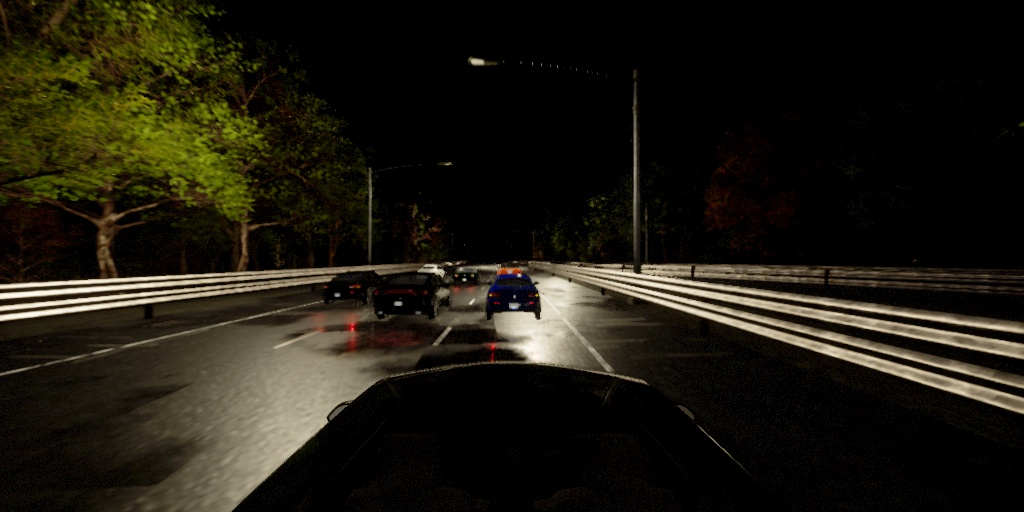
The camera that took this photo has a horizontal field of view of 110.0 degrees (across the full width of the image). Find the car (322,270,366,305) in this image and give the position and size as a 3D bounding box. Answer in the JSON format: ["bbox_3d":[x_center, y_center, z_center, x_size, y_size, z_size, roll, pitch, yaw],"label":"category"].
[{"bbox_3d":[-6.991,1.385,16.612,1.812,1.442,4.674,0,0,-1],"label":"car"}]

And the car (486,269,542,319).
[{"bbox_3d":[0.041,1.356,13.184,1.812,1.442,4.674,0,0,0],"label":"car"}]

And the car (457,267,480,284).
[{"bbox_3d":[-3.681,1.562,29.768,1.895,1.301,4.718,0,0,-1],"label":"car"}]

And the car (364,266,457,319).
[{"bbox_3d":[-3.461,1.311,13.323,1.882,1.535,5.008,0,0,0],"label":"car"}]

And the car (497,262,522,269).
[{"bbox_3d":[-0.210,1.321,31.021,2.097,1.767,4.553,0,0,-1],"label":"car"}]
